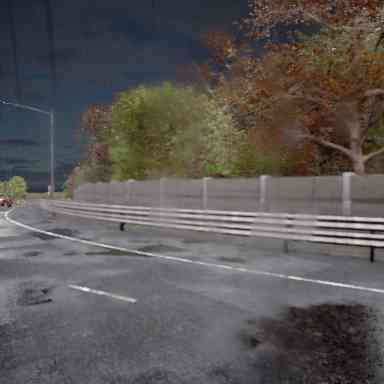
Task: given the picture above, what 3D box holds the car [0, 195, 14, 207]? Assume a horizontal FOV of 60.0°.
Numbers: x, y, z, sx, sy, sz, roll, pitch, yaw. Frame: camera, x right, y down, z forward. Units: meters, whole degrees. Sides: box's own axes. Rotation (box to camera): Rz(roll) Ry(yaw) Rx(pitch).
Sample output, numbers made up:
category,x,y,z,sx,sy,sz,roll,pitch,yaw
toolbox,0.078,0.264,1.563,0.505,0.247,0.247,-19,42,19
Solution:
category,x,y,z,sx,sy,sz,roll,pitch,yaw
car,-25.630,1.155,45.263,2.097,1.767,4.553,0,0,-24
